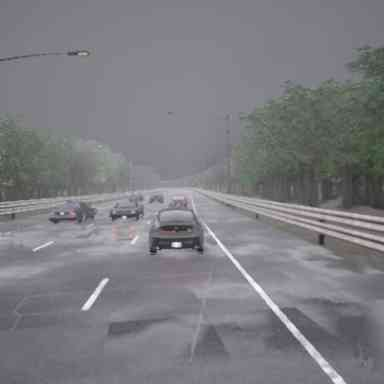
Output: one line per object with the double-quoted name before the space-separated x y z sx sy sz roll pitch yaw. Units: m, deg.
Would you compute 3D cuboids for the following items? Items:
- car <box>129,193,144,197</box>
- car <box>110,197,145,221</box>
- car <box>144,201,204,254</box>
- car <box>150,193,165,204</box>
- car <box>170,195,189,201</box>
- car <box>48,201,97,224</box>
"car" -8.558 0.878 51.611 2.128 1.511 4.902 -1 1 -1
"car" -4.560 1.326 24.165 1.895 1.301 4.718 -1 1 -2
"car" -0.581 1.330 12.705 1.837 1.490 4.892 -1 1 -2
"car" -5.021 0.885 48.216 1.837 1.490 4.892 -1 1 -1
"car" -1.343 1.046 34.592 1.812 1.442 4.674 -1 1 -1
"car" -8.025 1.350 22.835 2.033 1.411 5.357 -1 1 -2
